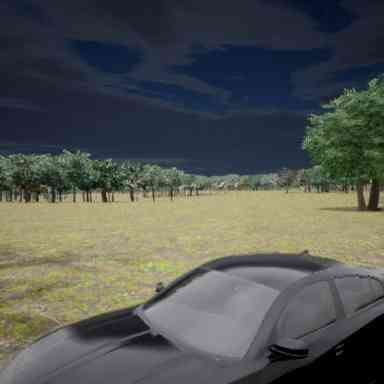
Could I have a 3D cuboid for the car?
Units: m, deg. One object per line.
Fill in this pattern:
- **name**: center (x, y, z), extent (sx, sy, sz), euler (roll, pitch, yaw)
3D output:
- **car**: center (0.721, 1.476, 3.601), extent (5.008, 1.535, 1.882), euler (0, 0, -36)
